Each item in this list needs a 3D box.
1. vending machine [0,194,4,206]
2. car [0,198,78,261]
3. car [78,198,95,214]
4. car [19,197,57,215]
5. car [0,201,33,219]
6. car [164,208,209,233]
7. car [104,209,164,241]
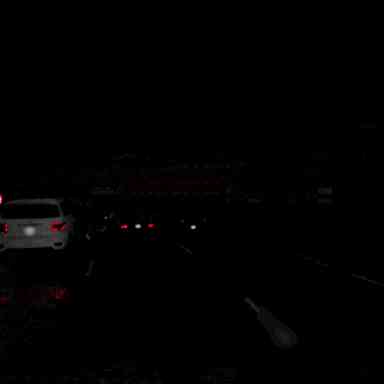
[{"bbox_3d":[-34.157,1.368,58.883,0.880,2.100,1.100,0,0,37],"label":"vending machine"},{"bbox_3d":[-5.730,1.250,12.711,2.150,2.045,5.566,0,0,-17],"label":"car"},{"bbox_3d":[-12.641,1.413,36.921,2.097,1.767,4.553,0,0,-45],"label":"car"},{"bbox_3d":[-16.658,1.435,35.835,4.553,1.767,2.097,0,0,42],"label":"car"},{"bbox_3d":[-17.016,1.633,31.280,5.357,1.411,2.033,0,0,44],"label":"car"},{"bbox_3d":[-0.804,1.601,19.959,1.895,1.301,4.718,0,0,-23],"label":"car"},{"bbox_3d":[-3.292,1.562,16.966,2.033,1.411,5.357,0,0,-21],"label":"car"}]
